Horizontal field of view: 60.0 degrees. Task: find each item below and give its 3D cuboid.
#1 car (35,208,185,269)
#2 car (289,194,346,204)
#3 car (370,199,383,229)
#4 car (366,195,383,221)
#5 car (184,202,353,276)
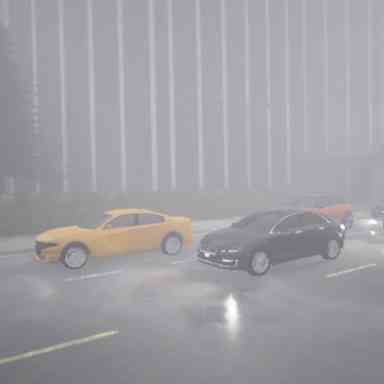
[{"bbox_3d":[-2.336,1.313,10.763,5.008,1.535,1.882,-2,1,-32],"label":"car"},{"bbox_3d":[5.528,0.927,15.750,4.553,1.767,2.097,-2,1,-32],"label":"car"},{"bbox_3d":[10.408,0.989,14.703,4.902,1.511,2.128,-2,1,-32],"label":"car"},{"bbox_3d":[12.818,0.899,20.370,4.181,1.385,1.994,-2,1,-32],"label":"car"},{"bbox_3d":[2.421,1.266,9.637,4.892,1.490,1.837,-2,1,-32],"label":"car"}]
